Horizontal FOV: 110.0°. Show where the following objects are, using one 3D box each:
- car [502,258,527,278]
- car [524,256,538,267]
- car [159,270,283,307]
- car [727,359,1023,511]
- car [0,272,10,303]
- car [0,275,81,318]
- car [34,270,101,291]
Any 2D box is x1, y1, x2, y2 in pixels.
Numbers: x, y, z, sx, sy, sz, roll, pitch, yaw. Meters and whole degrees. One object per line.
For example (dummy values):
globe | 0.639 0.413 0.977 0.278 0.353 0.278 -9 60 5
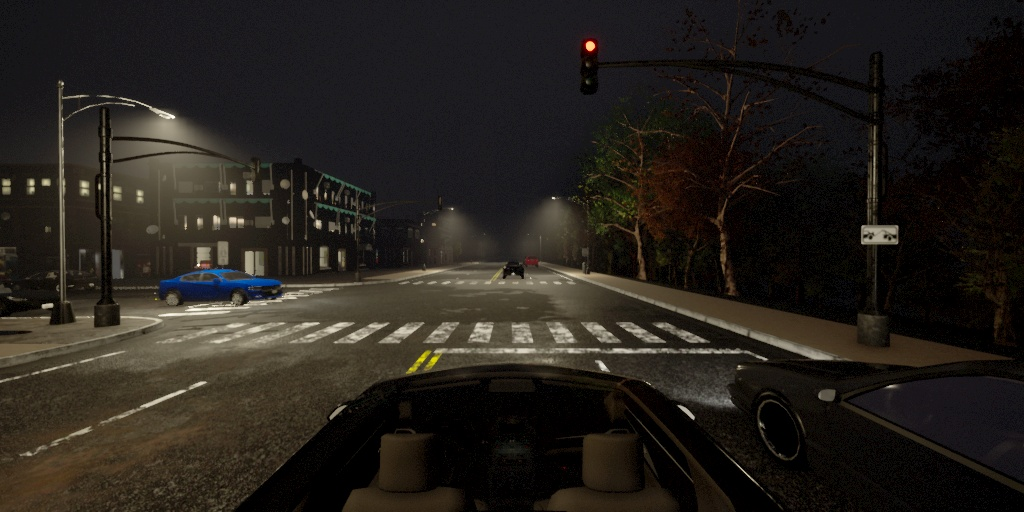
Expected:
car | 0.132 1.243 33.216 1.837 1.490 4.892 0 0 1
car | 3.428 0.946 63.594 2.150 2.045 5.566 0 0 0
car | -12.882 1.351 15.987 5.008 1.535 1.882 -2 0 7
car | 3.326 1.297 1.736 2.033 1.411 5.357 0 0 3
car | -26.769 1.555 16.445 4.892 1.490 1.837 -1 1 0
car | -19.933 1.564 13.723 4.313 1.339 1.948 0 0 0
car | -28.254 1.558 22.247 4.403 1.370 2.007 0 0 0
